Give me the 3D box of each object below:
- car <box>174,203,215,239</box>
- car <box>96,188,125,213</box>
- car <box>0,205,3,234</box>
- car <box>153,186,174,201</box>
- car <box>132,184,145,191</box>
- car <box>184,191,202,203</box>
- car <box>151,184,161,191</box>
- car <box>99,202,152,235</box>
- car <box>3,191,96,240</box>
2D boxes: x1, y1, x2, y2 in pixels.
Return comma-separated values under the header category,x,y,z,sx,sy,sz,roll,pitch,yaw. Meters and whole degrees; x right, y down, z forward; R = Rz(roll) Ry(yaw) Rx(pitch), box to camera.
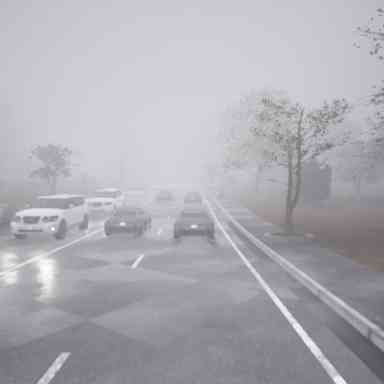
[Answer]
category,x,y,z,sx,sy,sz,roll,pitch,yaw
car,0.098,1.508,17.236,1.994,1.385,4.181,0,1,0
car,-7.045,0.761,27.528,2.150,2.045,5.566,0,3,1
car,-10.544,1.449,18.075,1.812,1.442,4.674,0,1,0
car,-3.414,0.329,42.417,1.994,1.385,4.181,0,3,0
car,-10.508,-0.910,65.917,2.033,1.411,5.357,0,3,0
car,0.098,0.530,38.559,1.994,1.385,4.181,0,3,0
car,-7.015,-0.931,65.924,1.812,1.442,4.674,0,3,0
car,-3.401,1.485,18.284,1.994,1.385,4.181,0,1,0
car,-7.060,1.160,17.307,2.150,2.045,5.566,0,1,0
